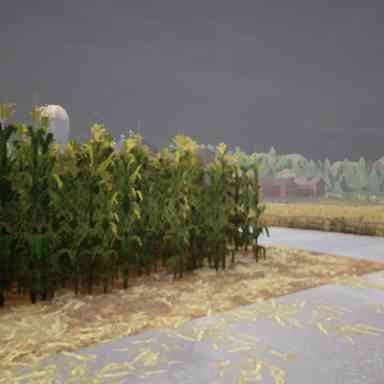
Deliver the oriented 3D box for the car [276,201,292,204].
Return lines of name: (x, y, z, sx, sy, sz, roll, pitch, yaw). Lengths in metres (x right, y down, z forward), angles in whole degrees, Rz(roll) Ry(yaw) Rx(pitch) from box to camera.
car: (21.186, 2.720, 78.508, 1.895, 1.301, 4.718, 1, -1, -36)
